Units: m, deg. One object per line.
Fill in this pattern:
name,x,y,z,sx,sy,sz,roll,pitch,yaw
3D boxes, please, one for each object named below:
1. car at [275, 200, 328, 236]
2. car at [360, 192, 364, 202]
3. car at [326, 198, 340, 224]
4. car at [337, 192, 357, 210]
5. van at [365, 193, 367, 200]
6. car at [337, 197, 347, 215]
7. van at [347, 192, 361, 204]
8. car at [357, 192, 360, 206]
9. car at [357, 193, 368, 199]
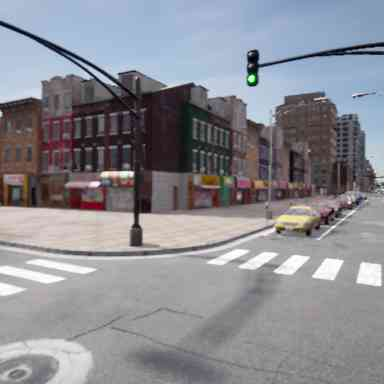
car,5.605,1.325,17.219,1.752,1.417,4.829,1,1,30
car,22.307,0.877,46.604,2.192,1.841,5.009,1,1,30
car,8.457,1.300,22.240,1.887,1.381,4.507,1,1,30
car,16.766,1.075,36.859,1.967,1.590,4.097,1,1,30
van,30.614,0.799,61.225,1.690,1.788,3.998,1,1,30
car,11.226,1.295,27.114,1.802,1.307,4.206,1,1,30
van,25.076,0.867,51.478,1.690,1.788,3.998,1,1,30
car,19.536,1.038,41.732,1.967,1.590,4.097,1,1,30
car,38.919,0.929,75.849,1.947,1.339,4.313,1,1,30
